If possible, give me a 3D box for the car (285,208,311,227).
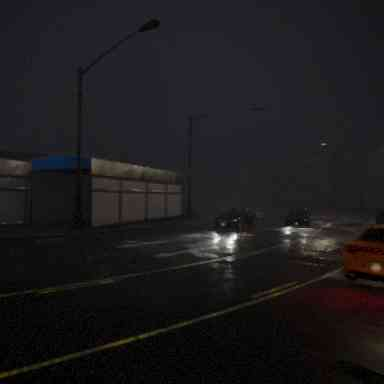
[{"bbox_3d":[8.821,2.041,27.473,2.033,1.411,5.357,0,-1,21],"label":"car"}]

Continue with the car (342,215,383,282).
[{"bbox_3d":[6.070,1.679,9.760,1.882,1.535,5.008,0,-1,43],"label":"car"}]

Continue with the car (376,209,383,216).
[{"bbox_3d":[15.812,1.885,25.982,2.097,1.767,4.553,0,-1,21],"label":"car"}]

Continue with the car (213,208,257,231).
[{"bbox_3d":[3.178,1.878,23.772,2.128,1.511,4.902,0,-1,28],"label":"car"}]
